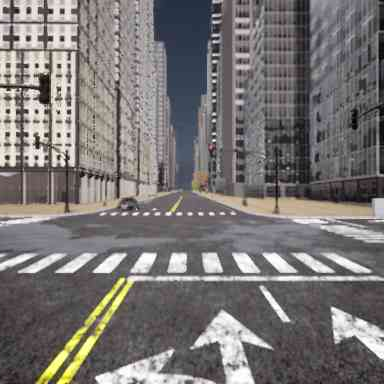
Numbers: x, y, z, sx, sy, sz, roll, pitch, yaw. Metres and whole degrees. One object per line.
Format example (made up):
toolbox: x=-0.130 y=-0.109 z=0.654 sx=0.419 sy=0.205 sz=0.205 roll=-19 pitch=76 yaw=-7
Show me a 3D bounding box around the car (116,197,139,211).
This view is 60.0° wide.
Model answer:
car: x=-7.050 y=1.327 z=37.161 sx=1.812 sy=1.442 sz=4.674 roll=0 pitch=1 yaw=1
